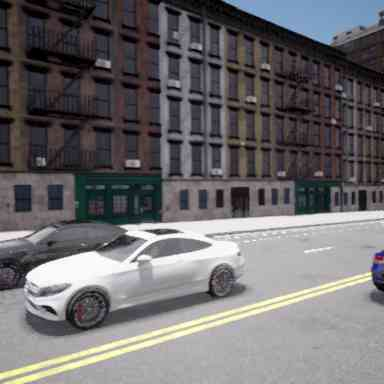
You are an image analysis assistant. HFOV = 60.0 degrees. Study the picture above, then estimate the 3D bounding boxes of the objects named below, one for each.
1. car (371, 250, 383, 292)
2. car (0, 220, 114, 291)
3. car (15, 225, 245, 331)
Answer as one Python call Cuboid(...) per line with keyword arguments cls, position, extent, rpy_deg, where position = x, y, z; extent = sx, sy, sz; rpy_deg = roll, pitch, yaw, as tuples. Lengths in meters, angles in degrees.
Cuboid(cls="car", position=(5.925, 1.550, 7.675), extent=(4.674, 1.442, 1.812), rpy_deg=(0, 0, -36))
Cuboid(cls="car", position=(-3.490, 1.532, 9.180), extent=(4.674, 1.442, 1.812), rpy_deg=(0, 0, -35))
Cuboid(cls="car", position=(-0.921, 1.534, 7.020), extent=(4.674, 1.442, 1.812), rpy_deg=(0, 0, -35))
